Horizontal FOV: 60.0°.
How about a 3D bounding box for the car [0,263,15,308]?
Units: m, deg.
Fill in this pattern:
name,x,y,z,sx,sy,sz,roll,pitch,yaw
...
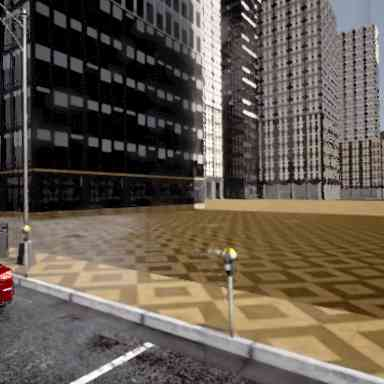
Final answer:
name,x,y,z,sx,sy,sz,roll,pitch,yaw
car,-5.085,1.568,6.515,4.206,1.307,1.802,0,-1,36
